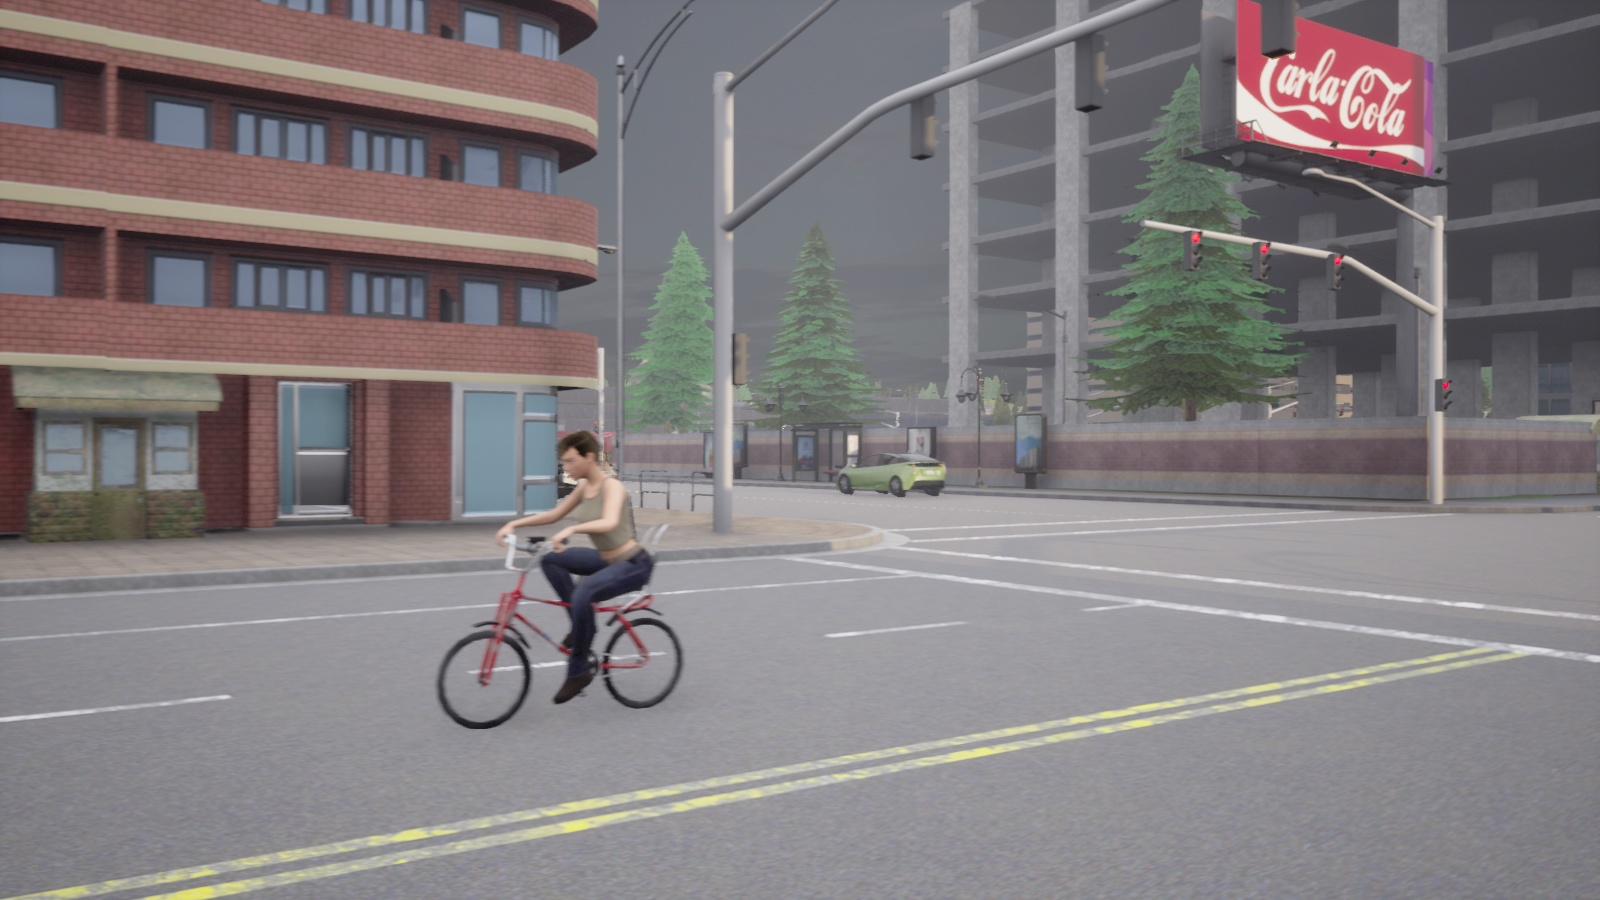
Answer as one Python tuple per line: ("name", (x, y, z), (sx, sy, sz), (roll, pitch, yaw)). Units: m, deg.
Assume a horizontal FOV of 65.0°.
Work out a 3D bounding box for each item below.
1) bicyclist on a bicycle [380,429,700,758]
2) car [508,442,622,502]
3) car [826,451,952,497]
("bicyclist on a bicycle", (-1.426, 0.701, 6.937), (1.509, 1.612, 0.866), (0, 0, -35))
("car", (-7.776, 0.679, 41.151), (1.932, 1.855, 4.605), (0, 0, -35))
("car", (3.047, 0.793, 44.018), (2.007, 1.525, 4.514), (0, 0, -35))
